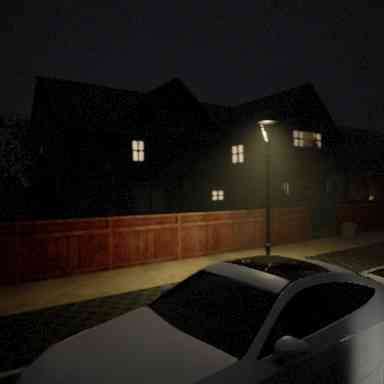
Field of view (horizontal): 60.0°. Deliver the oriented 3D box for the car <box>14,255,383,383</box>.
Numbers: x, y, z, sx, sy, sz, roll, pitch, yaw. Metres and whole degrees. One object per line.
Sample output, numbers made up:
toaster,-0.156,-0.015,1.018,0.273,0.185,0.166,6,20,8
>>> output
car,0.677,1.509,3.564,4.674,1.442,1.812,0,0,-36
